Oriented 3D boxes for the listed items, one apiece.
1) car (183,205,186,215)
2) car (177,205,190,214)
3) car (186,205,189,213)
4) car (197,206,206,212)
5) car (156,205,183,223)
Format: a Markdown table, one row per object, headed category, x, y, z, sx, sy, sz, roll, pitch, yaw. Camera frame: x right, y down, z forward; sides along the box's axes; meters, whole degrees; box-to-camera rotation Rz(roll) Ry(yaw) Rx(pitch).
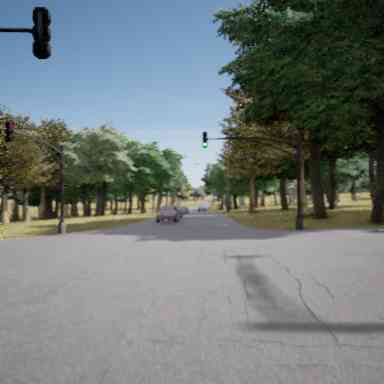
| category | x | y | z | sx | sy | sz | roll | pitch | yaw |
| --- | --- | --- | --- | --- | --- | --- | --- | --- | --- |
| car | -2.151 | 2.725 | 43.512 | 1.895 | 1.301 | 4.718 | -1 | -2 | 2 |
| car | -1.572 | 3.289 | 63.317 | 2.128 | 1.511 | 4.902 | -1 | -2 | 2 |
| car | -1.898 | 2.979 | 53.314 | 2.033 | 1.411 | 5.357 | -1 | -2 | 2 |
| car | 2.254 | 3.856 | 75.537 | 1.994 | 1.385 | 4.181 | -1 | -3 | 1 |
| car | -2.420 | 2.206 | 34.519 | 2.097 | 1.767 | 4.553 | -1 | -2 | 3 |
